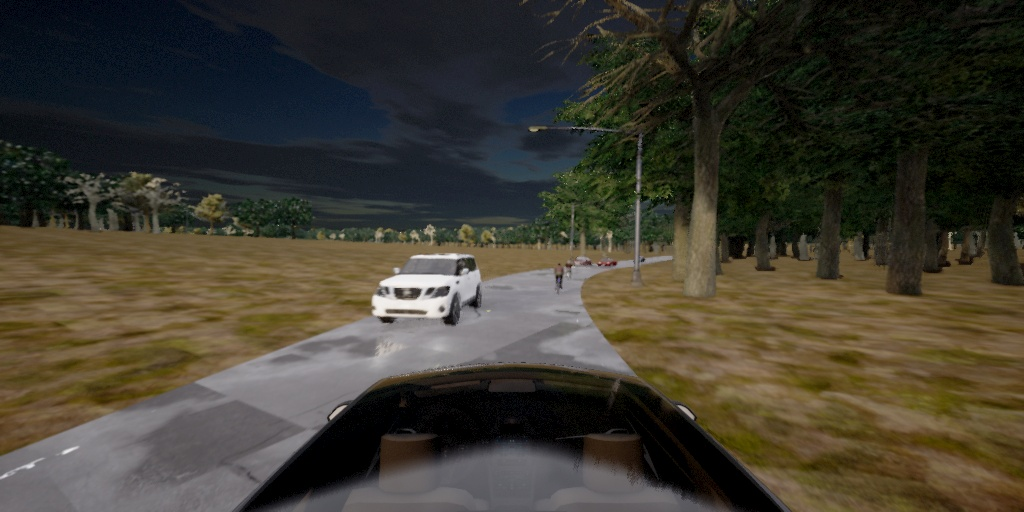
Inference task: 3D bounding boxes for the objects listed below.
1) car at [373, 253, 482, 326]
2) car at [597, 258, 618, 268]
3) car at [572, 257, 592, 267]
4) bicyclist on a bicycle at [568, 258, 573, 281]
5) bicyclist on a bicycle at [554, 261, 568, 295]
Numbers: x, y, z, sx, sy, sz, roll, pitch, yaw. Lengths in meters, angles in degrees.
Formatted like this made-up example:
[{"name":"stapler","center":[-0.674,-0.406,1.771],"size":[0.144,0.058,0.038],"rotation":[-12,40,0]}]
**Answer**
[{"name":"car","center":[-2.431,0.923,11.909],"size":[2.150,2.045,5.566],"rotation":[1,0,6]},{"name":"car","center":[14.106,0.980,52.616],"size":[1.895,1.301,4.718],"rotation":[3,2,30]},{"name":"car","center":[10.205,0.812,52.066],"size":[1.812,1.442,4.674],"rotation":[2,2,29]},{"name":"bicyclist on a bicycle","center":[4.309,1.042,27.036],"size":[0.659,1.776,1.843],"rotation":[1,1,15]},{"name":"bicyclist on a bicycle","center":[2.433,1.176,18.551],"size":[0.582,1.620,1.656],"rotation":[1,0,10]}]
